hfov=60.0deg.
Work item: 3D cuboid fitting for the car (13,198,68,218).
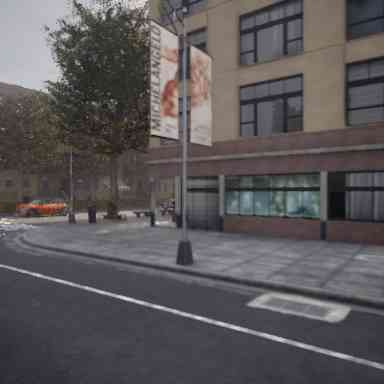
[{"bbox_3d":[-13.676,1.354,30.197,2.097,1.767,4.553,0,0,35],"label":"car"}]

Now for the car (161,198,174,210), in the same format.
[{"bbox_3d":[-1.739,1.494,40.848,2.128,1.511,4.902,0,0,35],"label":"car"}]
